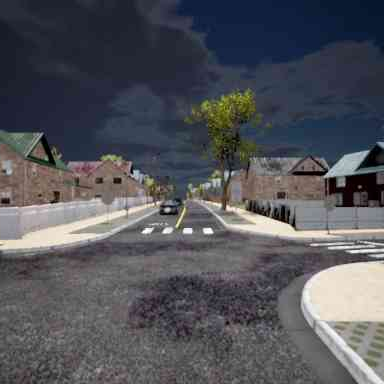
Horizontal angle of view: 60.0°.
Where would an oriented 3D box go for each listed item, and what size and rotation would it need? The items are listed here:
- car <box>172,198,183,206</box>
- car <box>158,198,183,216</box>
[{"bbox_3d":[-2.604,1.830,61.090,1.812,1.442,4.674,0,0,-1],"label":"car"},{"bbox_3d":[-2.352,1.607,34.368,2.128,1.511,4.902,0,0,0],"label":"car"}]
